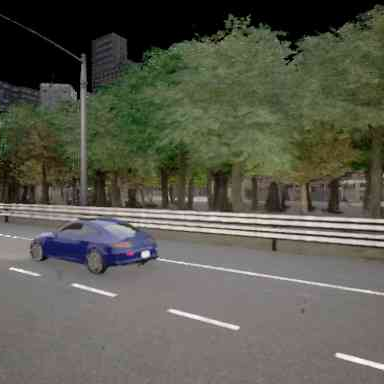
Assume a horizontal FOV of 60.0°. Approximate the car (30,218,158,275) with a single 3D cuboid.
[{"bbox_3d":[-3.139,1.534,10.401,4.674,1.442,1.812,0,0,35],"label":"car"}]
